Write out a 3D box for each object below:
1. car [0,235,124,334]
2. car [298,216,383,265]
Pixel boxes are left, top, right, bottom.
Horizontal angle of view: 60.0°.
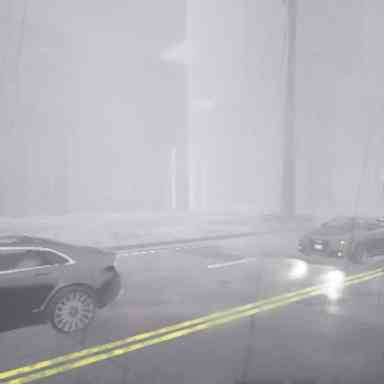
[{"bbox_3d":[-3.514,1.493,5.167,4.902,1.511,2.128,0,0,-35],"label":"car"},{"bbox_3d":[5.650,1.552,11.685,4.181,1.385,1.994,0,0,-35],"label":"car"}]
